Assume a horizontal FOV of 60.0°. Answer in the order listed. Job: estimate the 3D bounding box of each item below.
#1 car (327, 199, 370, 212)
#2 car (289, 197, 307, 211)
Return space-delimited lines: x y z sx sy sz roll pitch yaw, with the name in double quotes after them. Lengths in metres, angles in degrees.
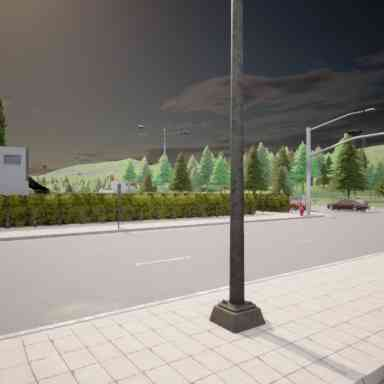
17.918 1.525 38.231 1.812 1.442 4.674 0 0 -36 "car"
11.820 1.351 40.793 2.097 1.767 4.553 0 0 -35 "car"
